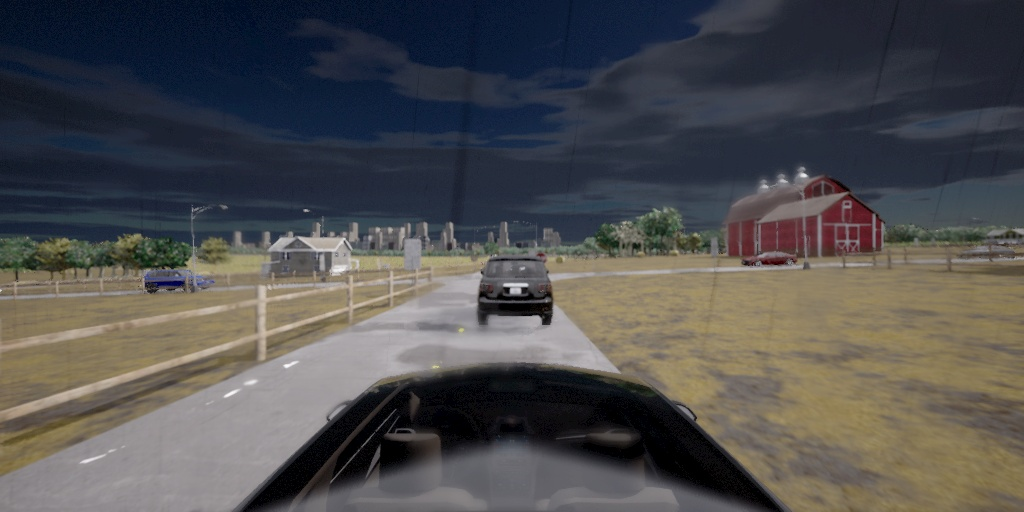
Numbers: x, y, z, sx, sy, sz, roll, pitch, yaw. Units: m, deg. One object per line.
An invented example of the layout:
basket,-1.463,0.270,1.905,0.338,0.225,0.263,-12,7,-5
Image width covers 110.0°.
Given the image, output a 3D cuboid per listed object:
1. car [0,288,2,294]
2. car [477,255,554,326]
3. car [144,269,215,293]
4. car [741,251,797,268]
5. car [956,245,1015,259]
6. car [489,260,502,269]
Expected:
car,-51.853,3.149,33.668,5.566,2.045,2.150,-3,0,0
car,0.094,1.012,11.969,2.150,2.045,5.566,0,0,0
car,-31.220,2.284,33.625,5.566,2.045,2.150,-2,0,0
car,26.234,0.329,36.715,5.008,1.535,1.882,-2,0,0
car,48.358,-0.369,36.681,4.181,1.385,1.994,-2,0,0
car,-2.857,1.534,64.115,2.128,1.511,4.902,0,0,0
